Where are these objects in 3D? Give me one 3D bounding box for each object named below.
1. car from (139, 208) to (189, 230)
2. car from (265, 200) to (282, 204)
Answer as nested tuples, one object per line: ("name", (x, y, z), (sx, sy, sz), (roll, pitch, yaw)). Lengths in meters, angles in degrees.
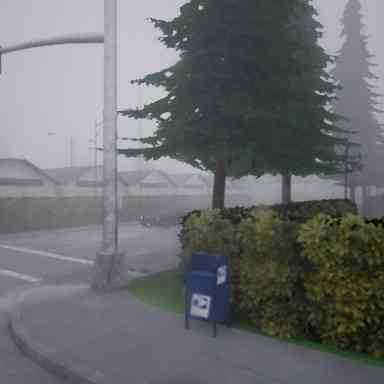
("car", (-1.500, 1.780, 23.264), (1.895, 1.301, 4.718), (0, 0, 36))
("car", (9.859, 1.680, 38.968), (2.128, 1.511, 4.902), (0, 0, 36))
